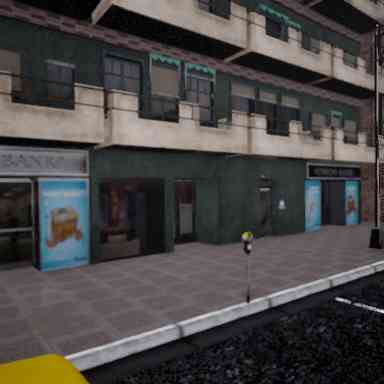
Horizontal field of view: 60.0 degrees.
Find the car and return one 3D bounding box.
[{"bbox_3d":[-2.586,1.552,1.036,4.829,1.417,1.752,-1,1,-36],"label":"car"}]
